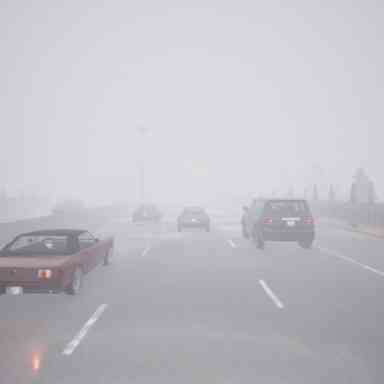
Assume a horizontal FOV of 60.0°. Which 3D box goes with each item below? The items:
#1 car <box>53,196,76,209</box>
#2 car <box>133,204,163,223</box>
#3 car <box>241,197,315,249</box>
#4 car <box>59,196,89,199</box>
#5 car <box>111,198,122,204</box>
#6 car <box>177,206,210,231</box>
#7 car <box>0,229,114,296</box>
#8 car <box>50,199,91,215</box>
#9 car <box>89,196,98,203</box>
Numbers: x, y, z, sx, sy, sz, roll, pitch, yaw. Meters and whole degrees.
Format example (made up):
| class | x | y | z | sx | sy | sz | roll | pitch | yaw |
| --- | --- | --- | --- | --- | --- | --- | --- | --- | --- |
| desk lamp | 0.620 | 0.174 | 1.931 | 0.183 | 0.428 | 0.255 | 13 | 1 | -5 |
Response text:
| class | x | y | z | sx | sy | sz | roll | pitch | yaw |
| --- | --- | --- | --- | --- | --- | --- | --- | --- | --- |
| car | -18.215 | 1.464 | 47.726 | 2.097 | 1.767 | 4.553 | 0 | 0 | -6 |
| car | -3.407 | 1.601 | 26.143 | 1.994 | 1.385 | 4.181 | 0 | 0 | 0 |
| car | 3.596 | 1.236 | 14.789 | 2.150 | 2.045 | 5.566 | 0 | 0 | 0 |
| car | -14.228 | 1.554 | 39.721 | 1.882 | 1.535 | 5.008 | 0 | 0 | -2 |
| car | -15.599 | 1.816 | 68.660 | 1.895 | 1.301 | 4.718 | 0 | 0 | -18 |
| car | 0.095 | 1.591 | 20.966 | 1.994 | 1.385 | 4.181 | 0 | 0 | 0 |
| car | -3.402 | 1.608 | 8.629 | 1.895 | 1.301 | 4.718 | 0 | 0 | 0 |
| car | -10.619 | 1.608 | 28.767 | 1.994 | 1.385 | 4.181 | 0 | 0 | 0 |
| car | -23.855 | 1.666 | 79.117 | 2.097 | 1.767 | 4.553 | 0 | 0 | -27 |
